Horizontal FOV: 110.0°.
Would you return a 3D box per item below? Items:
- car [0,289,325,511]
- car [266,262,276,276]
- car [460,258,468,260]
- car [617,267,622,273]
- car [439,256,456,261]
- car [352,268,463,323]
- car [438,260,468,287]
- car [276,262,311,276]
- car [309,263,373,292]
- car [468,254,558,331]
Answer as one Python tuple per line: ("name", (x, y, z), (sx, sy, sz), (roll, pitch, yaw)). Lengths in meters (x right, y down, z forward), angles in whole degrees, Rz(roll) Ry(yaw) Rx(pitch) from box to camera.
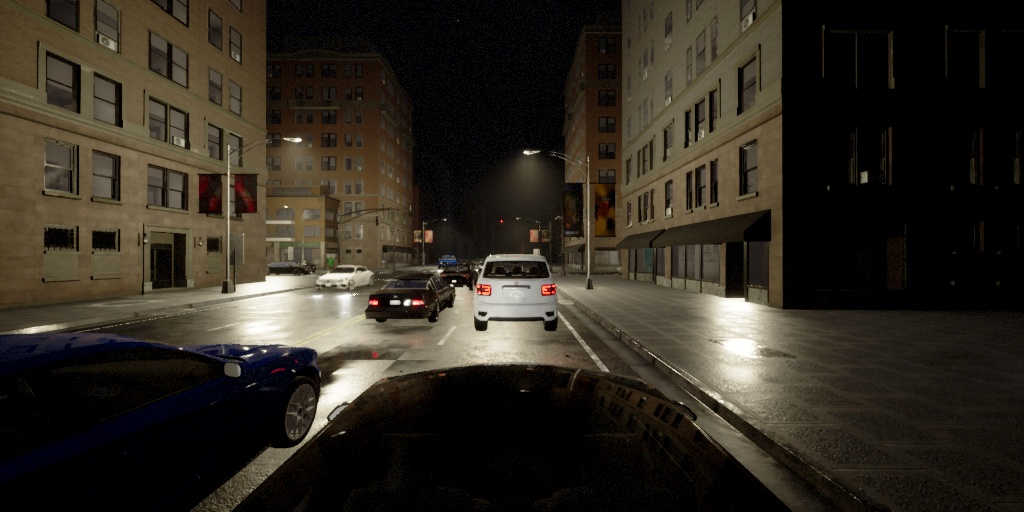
("car", (-3.152, 1.228, 2.196), (1.882, 1.535, 5.008), (0, 0, 0))
("car", (-25.416, 1.169, 34.109), (4.097, 1.591, 1.967), (0, 0, 0))
("car", (-6.590, 1.248, 54.115), (1.837, 1.490, 4.892), (0, 0, 0))
("car", (13.391, 1.377, 36.781), (4.718, 1.301, 1.895), (0, 0, 0))
("car", (-9.837, 0.965, 54.890), (2.150, 2.045, 5.566), (0, 0, 0))
("car", (-3.153, 1.297, 12.159), (2.033, 1.411, 5.357), (0, 0, 0))
("car", (-3.150, 1.227, 22.012), (1.882, 1.535, 5.008), (0, 0, 0))
("car", (-23.141, 1.288, 36.638), (5.357, 1.411, 2.033), (0, 0, 0))
("car", (-9.851, 1.274, 21.554), (1.812, 1.442, 4.674), (0, 0, 0))
("car", (0.100, 0.971, 11.090), (2.150, 2.045, 5.566), (0, 0, 0))
